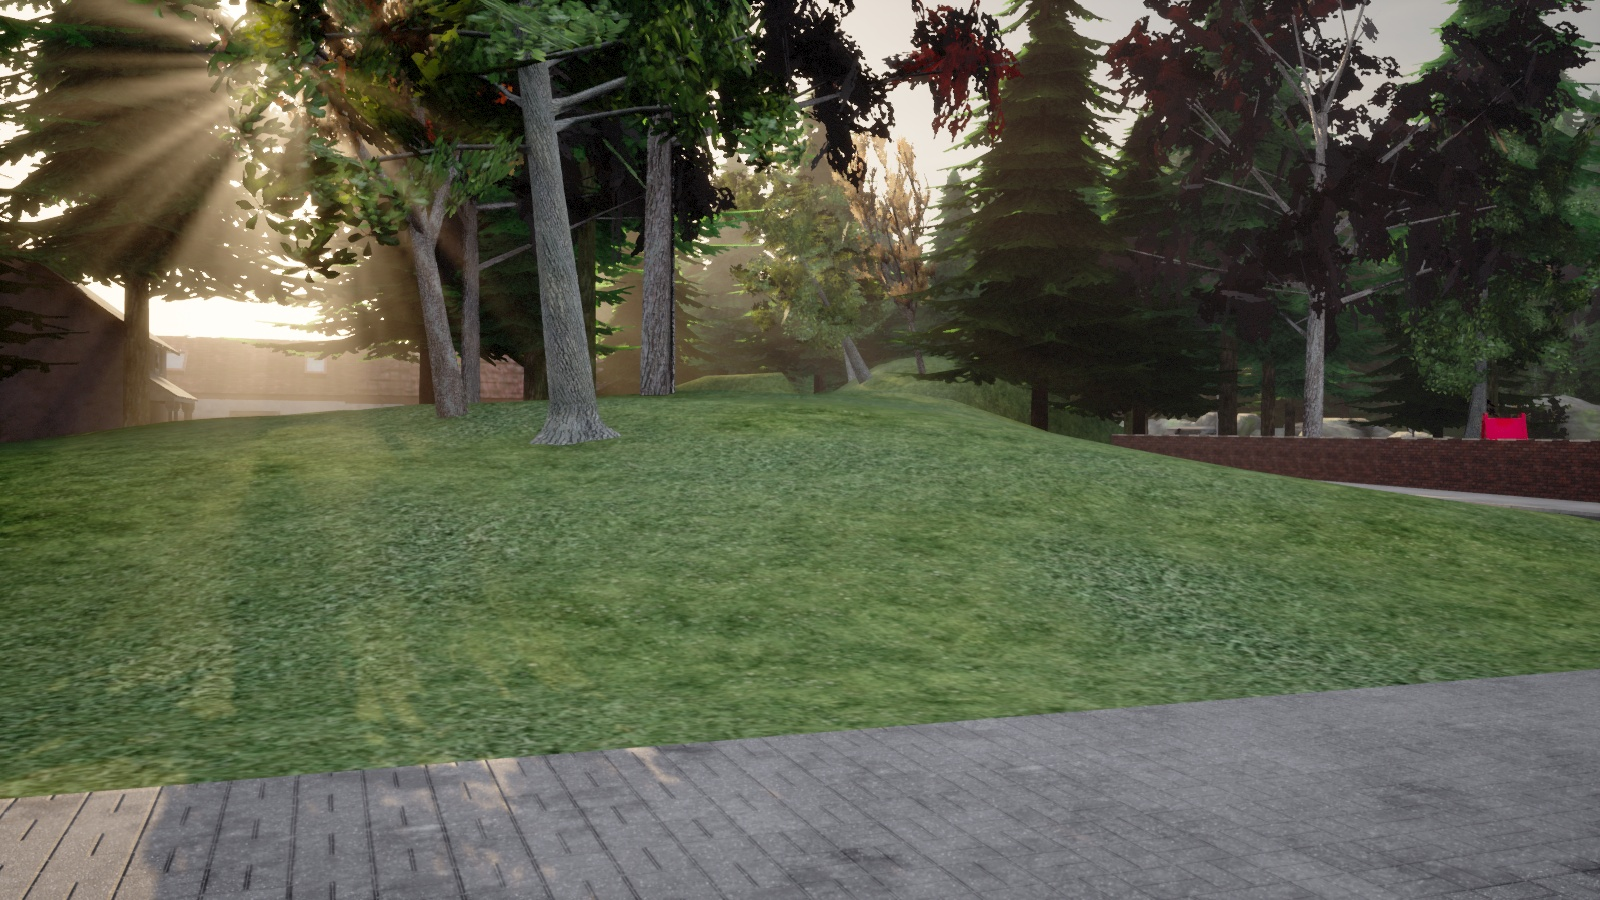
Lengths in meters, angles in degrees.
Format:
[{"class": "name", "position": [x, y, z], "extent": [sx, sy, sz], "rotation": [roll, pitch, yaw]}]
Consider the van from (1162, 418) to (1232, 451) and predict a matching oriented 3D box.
[{"class": "van", "position": [24.821, -0.999, 78.712], "extent": [1.775, 1.987, 4.442], "rotation": [-1, 1, -21]}]
